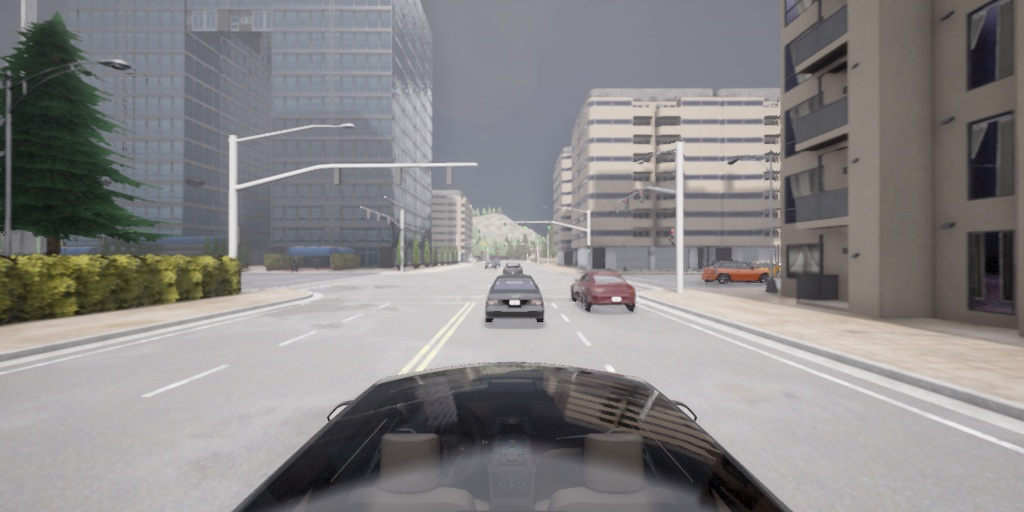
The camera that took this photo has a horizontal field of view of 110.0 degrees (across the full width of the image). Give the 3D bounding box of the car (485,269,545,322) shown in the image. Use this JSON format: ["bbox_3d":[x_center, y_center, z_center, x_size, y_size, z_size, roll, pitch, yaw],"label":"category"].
[{"bbox_3d":[0.083,1.337,12.384,2.033,1.411,5.357,0,0,0],"label":"car"}]

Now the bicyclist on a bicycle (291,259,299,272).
[{"bbox_3d":[-26.649,1.206,43.969,0.582,1.620,1.656,0,0,-1],"label":"bicyclist on a bicycle"}]

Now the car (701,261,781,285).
[{"bbox_3d":[16.626,1.192,26.466,4.553,1.767,2.097,0,0,-1],"label":"car"}]

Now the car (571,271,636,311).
[{"bbox_3d":[3.583,1.323,14.577,1.812,1.442,4.674,0,0,0],"label":"car"}]

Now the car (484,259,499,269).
[{"bbox_3d":[-3.558,1.456,60.258,2.128,1.511,4.902,0,0,0],"label":"car"}]

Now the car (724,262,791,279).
[{"bbox_3d":[23.018,1.343,33.690,5.008,1.535,1.882,0,0,-1],"label":"car"}]

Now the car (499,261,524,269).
[{"bbox_3d":[0.092,1.365,35.648,2.128,1.511,4.902,0,0,0],"label":"car"}]
